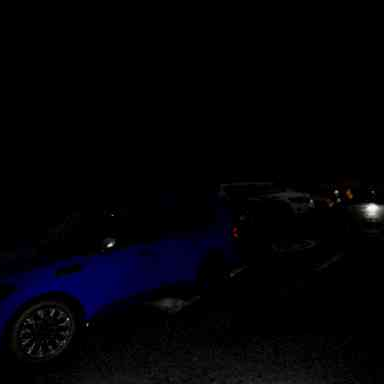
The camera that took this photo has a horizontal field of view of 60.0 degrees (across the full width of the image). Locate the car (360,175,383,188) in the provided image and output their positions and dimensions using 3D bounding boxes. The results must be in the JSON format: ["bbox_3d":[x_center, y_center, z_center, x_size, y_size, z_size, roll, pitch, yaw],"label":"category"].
[{"bbox_3d":[23.906,-1.424,41.602,4.792,1.488,2.163,-2,3,41],"label":"car"}]

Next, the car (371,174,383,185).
[{"bbox_3d":[27.554,-1.782,45.772,4.792,1.488,2.163,-2,3,41],"label":"car"}]

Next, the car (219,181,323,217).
[{"bbox_3d":[3.883,0.423,18.630,5.566,2.045,2.435,-2,3,41],"label":"car"}]

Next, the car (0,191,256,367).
[{"bbox_3d":[-1.391,1.215,6.345,5.566,2.045,2.150,-4,2,-43],"label":"car"}]

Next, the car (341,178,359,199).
[{"bbox_3d":[9.207,0.065,25.034,5.366,1.575,1.946,-2,3,41],"label":"car"}]

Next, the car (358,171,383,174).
[{"bbox_3d":[18.472,-1.040,35.303,4.553,1.767,2.185,-2,3,41],"label":"car"}]

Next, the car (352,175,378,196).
[{"bbox_3d":[12.931,-0.348,29.293,5.366,1.575,1.946,-2,3,41],"label":"car"}]

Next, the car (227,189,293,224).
[{"bbox_3d":[2.060,0.877,16.571,5.008,1.535,2.097,-2,3,41],"label":"car"}]

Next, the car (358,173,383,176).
[{"bbox_3d":[14.952,-0.545,31.040,5.366,1.575,1.946,-2,3,41],"label":"car"}]

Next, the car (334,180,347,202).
[{"bbox_3d":[7.529,0.268,22.823,4.892,1.521,2.231,-2,3,41],"label":"car"}]

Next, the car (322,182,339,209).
[{"bbox_3d":[5.840,0.463,20.621,5.366,1.575,1.946,-2,3,41],"label":"car"}]

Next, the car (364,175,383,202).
[{"bbox_3d":[14.159,-0.203,23.662,1.882,1.535,5.008,-2,3,41],"label":"car"}]

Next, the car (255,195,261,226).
[{"bbox_3d":[0.213,1.110,14.511,4.792,1.488,2.163,-2,3,41],"label":"car"}]
